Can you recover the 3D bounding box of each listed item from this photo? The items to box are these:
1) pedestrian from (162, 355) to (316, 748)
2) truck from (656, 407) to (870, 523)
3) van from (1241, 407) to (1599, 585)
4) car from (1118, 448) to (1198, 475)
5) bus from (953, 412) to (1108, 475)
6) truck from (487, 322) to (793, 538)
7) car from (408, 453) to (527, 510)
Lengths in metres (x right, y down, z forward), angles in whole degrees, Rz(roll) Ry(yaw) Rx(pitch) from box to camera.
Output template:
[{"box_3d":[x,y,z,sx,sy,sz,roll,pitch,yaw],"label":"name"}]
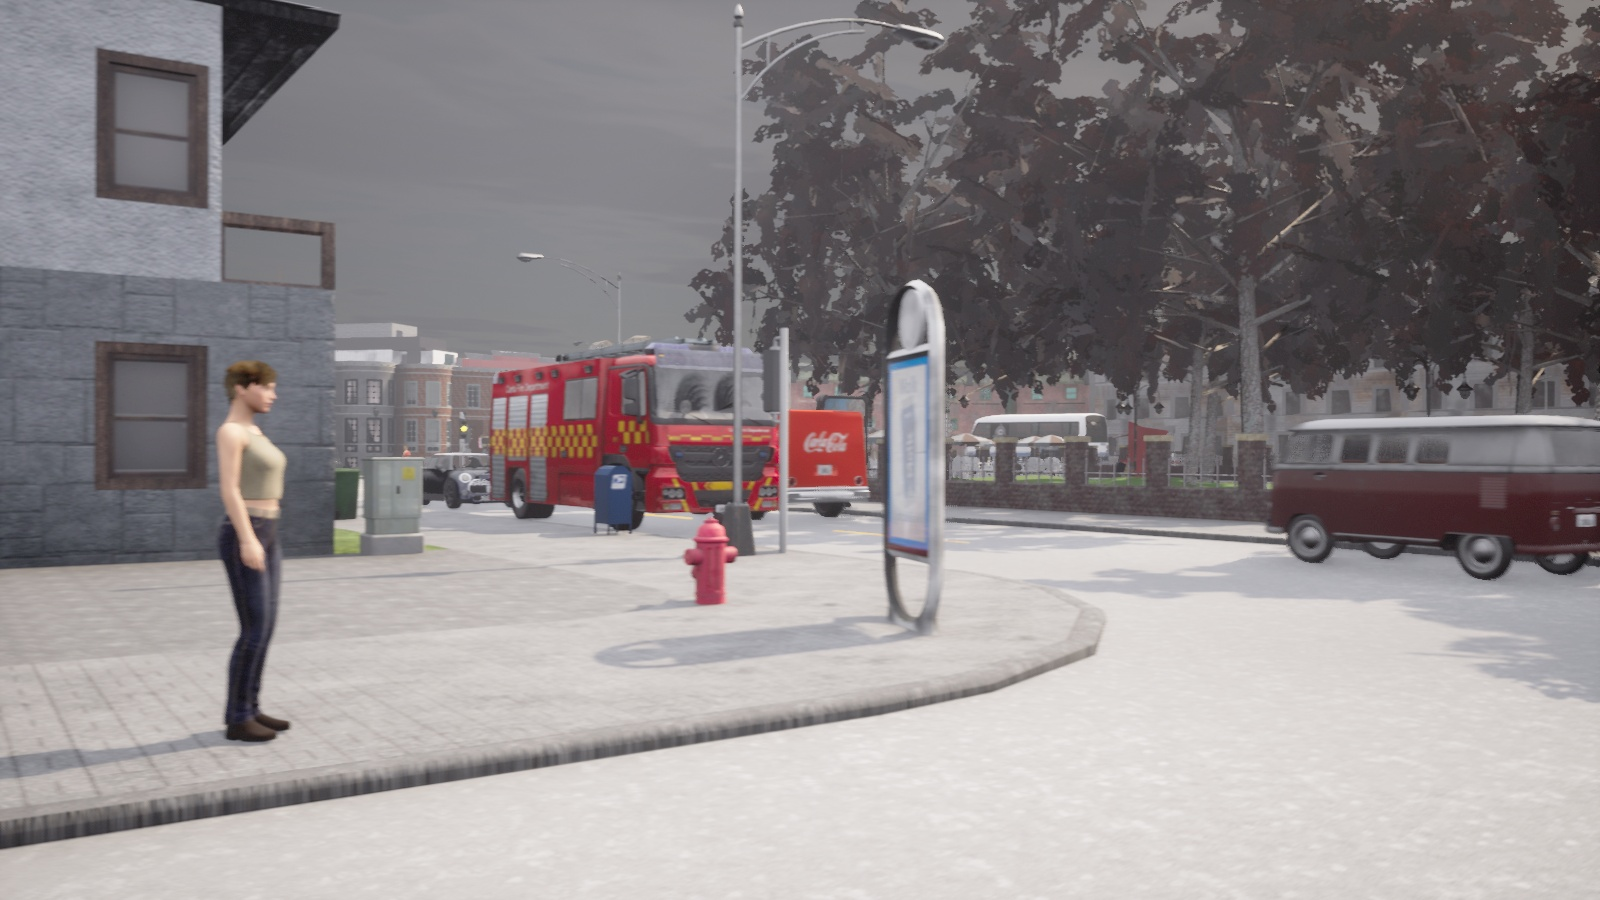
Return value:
[{"box_3d":[-2.701,0.475,6.069,0.594,1.836,0.345,0,0,-3],"label":"pedestrian"},{"box_3d":[-0.982,0.334,29.683,2.627,2.467,5.204,0,0,-35],"label":"truck"},{"box_3d":[8.110,0.521,16.425,1.775,1.987,4.442,0,0,-27],"label":"van"},{"box_3d":[23.116,0.743,81.210,2.242,1.667,4.611,0,0,-35],"label":"car"},{"box_3d":[16.125,-0.452,88.557,10.273,4.253,3.944,0,1,44],"label":"bus"},{"box_3d":[-3.718,-0.346,26.615,2.891,3.827,8.468,0,0,-34],"label":"truck"},{"box_3d":[-9.158,0.815,34.411,1.970,1.475,3.806,0,0,-35],"label":"car"}]
